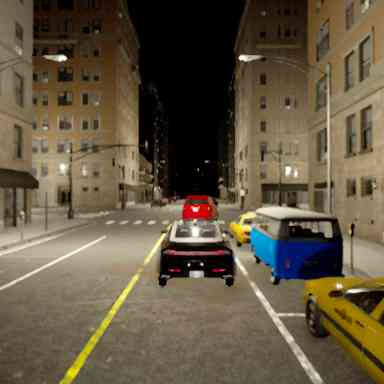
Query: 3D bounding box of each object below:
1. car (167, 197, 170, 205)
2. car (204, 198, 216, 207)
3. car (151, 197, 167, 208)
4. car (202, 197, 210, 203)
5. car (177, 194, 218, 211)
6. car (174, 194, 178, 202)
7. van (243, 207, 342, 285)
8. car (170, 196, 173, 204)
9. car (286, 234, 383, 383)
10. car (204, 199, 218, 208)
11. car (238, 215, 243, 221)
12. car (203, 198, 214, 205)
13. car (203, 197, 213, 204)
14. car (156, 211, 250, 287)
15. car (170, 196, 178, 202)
[{"bbox_3d":[-5.449,1.785,58.277,1.947,1.339,4.313,1,0,1],"label":"car"},{"bbox_3d":[3.076,1.763,58.172,1.887,1.381,4.507,1,0,1],"label":"car"},{"bbox_3d":[-5.522,1.781,52.749,1.802,1.307,4.206,1,0,1],"label":"car"},{"bbox_3d":[3.364,1.862,80.293,1.947,1.339,4.313,1,0,1],"label":"car"},{"bbox_3d":[0.718,1.319,25.165,2.150,2.045,5.566,0,0,10],"label":"car"},{"bbox_3d":[-5.090,1.841,85.752,1.752,1.417,4.829,1,0,1],"label":"car"},{"bbox_3d":[2.680,1.377,9.306,1.690,1.788,3.998,1,0,0],"label":"van"},{"bbox_3d":[-5.377,1.790,63.806,2.008,1.369,4.403,1,0,1],"label":"car"},{"bbox_3d":[2.676,1.540,3.801,1.752,1.417,4.829,1,0,0],"label":"car"},{"bbox_3d":[3.004,1.764,52.641,1.947,1.339,4.313,1,0,1],"label":"car"},{"bbox_3d":[2.679,1.584,15.148,1.752,1.417,4.829,1,0,0],"label":"car"},{"bbox_3d":[3.148,1.789,63.702,2.008,1.369,4.403,1,0,1],"label":"car"},{"bbox_3d":[3.220,1.802,69.232,1.887,1.381,4.507,1,0,1],"label":"car"},{"bbox_3d":[0.102,1.528,9.439,2.128,1.511,4.902,0,0,0],"label":"car"},{"bbox_3d":[-5.017,1.901,91.450,1.947,1.339,4.313,1,0,1],"label":"car"}]
